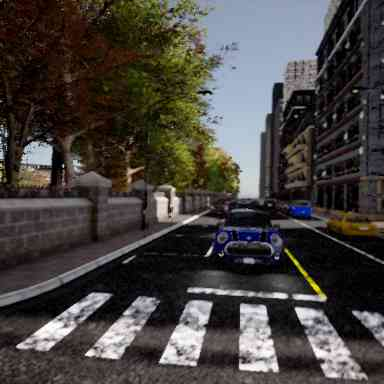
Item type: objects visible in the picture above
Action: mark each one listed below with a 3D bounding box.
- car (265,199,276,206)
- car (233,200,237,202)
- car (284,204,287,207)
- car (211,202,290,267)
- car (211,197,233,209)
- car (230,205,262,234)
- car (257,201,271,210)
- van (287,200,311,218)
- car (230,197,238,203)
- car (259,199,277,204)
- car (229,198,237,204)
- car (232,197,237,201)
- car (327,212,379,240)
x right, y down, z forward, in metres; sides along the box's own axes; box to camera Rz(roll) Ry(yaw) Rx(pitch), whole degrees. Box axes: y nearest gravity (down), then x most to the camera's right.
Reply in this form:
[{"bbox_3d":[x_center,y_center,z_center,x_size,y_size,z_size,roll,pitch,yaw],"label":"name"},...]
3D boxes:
[{"bbox_3d":[17.270,2.376,73.419,2.008,1.369,4.403,1,0,9],"label":"car"},{"bbox_3d":[5.065,1.777,31.887,1.837,1.490,4.892,1,0,9],"label":"car"},{"bbox_3d":[12.247,1.928,40.572,1.967,1.590,4.097,1,0,9],"label":"car"},{"bbox_3d":[1.991,1.426,11.837,2.097,1.767,4.553,1,0,9],"label":"car"},{"bbox_3d":[3.127,1.700,36.363,1.967,1.590,4.097,2,0,9],"label":"car"},{"bbox_3d":[3.504,1.697,21.763,1.812,1.442,4.674,1,0,9],"label":"car"},{"bbox_3d":[11.676,2.168,54.002,1.895,1.301,4.718,1,0,8],"label":"car"},{"bbox_3d":[11.411,1.774,35.097,1.690,1.788,3.998,2,0,9],"label":"van"},{"bbox_3d":[11.504,2.266,91.110,1.967,1.590,4.097,1,0,9],"label":"car"},{"bbox_3d":[10.159,1.818,44.077,2.097,1.767,4.553,1,0,9],"label":"car"},{"bbox_3d":[10.663,2.333,85.635,1.947,1.339,4.313,1,0,9],"label":"car"},{"bbox_3d":[4.805,1.685,47.313,2.192,1.841,5.009,2,0,9],"label":"car"},{"bbox_3d":[8.918,1.796,18.840,1.752,1.417,4.829,2,0,9],"label":"car"}]
